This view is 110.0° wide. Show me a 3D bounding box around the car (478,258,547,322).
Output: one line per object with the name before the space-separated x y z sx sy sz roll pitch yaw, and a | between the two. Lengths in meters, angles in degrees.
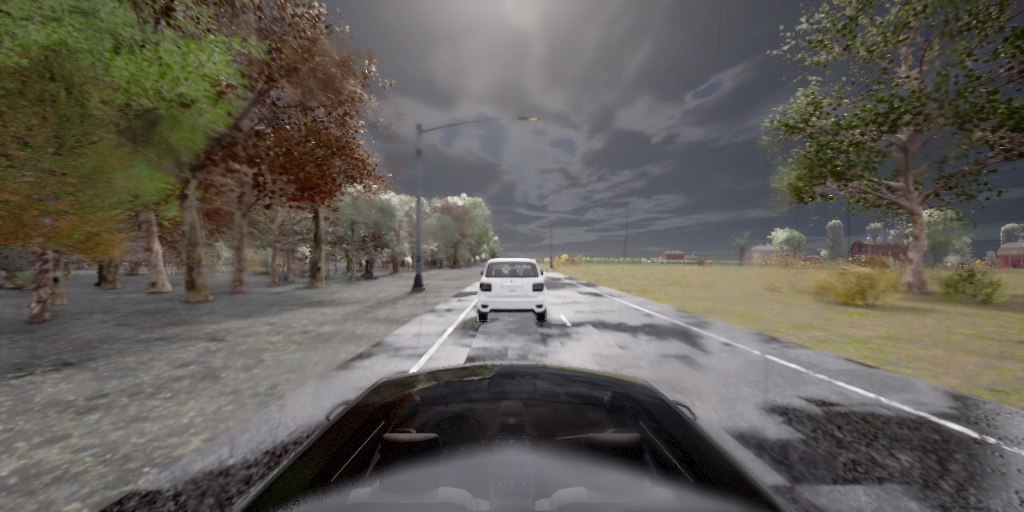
car | 0.002 1.115 13.100 2.150 2.045 5.566 0 -1 0
